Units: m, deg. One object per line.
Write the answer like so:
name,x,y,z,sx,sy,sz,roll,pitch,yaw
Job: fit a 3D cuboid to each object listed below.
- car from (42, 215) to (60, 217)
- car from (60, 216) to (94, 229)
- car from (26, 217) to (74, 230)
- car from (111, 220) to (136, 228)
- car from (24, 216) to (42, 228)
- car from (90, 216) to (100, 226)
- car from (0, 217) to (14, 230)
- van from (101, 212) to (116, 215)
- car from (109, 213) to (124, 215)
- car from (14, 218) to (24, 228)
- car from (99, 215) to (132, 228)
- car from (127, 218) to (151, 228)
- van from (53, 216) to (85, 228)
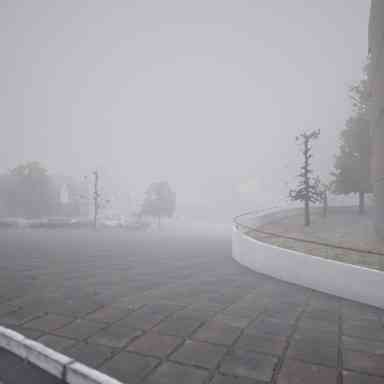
car,-23.210,4.606,49.672,5.366,1.575,1.946,0,-5,5
car,-17.292,4.790,49.685,1.812,1.442,4.674,-1,-5,24
car,-17.161,4.029,40.578,1.895,1.301,4.718,-1,-6,24
car,-14.224,6.626,68.795,4.674,1.452,2.002,0,-5,5
car,-24.287,4.367,46.919,4.674,1.452,2.002,0,-6,5
car,-19.242,5.458,57.861,4.892,1.521,2.231,0,-5,5
car,-22.951,3.575,37.170,1.895,1.301,4.718,-1,-6,24
van,-23.413,7.379,92.572,1.878,1.987,4.442,0,1,10
car,-20.833,7.524,90.902,2.185,1.767,4.553,0,1,10
car,-25.531,4.084,44.173,4.674,1.452,2.002,0,-5,5
car,-15.499,6.053,66.086,5.566,2.045,2.435,0,-5,5
car,-10.029,6.393,65.546,2.128,1.511,4.902,-1,-6,25
van,-20.387,4.951,55.149,4.442,1.987,1.878,0,-6,5
